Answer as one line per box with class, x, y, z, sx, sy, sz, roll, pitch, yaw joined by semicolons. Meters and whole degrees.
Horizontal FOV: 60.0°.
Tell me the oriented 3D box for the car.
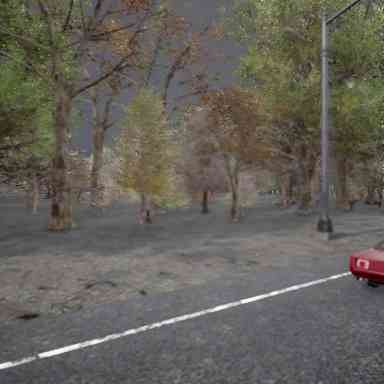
car;5.853;1.570;7.927;4.718;1.301;1.895;0;0;-36
